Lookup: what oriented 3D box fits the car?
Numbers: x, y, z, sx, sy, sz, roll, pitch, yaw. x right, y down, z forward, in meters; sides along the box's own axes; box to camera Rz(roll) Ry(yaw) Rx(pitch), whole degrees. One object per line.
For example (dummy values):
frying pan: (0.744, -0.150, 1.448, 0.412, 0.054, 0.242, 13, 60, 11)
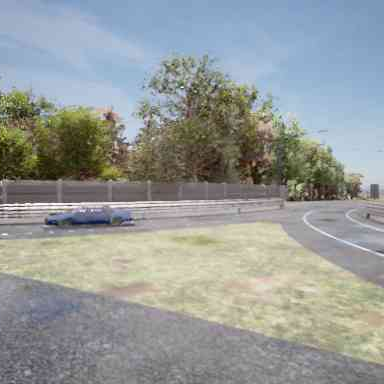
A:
car: (-6.478, 1.506, 21.107, 5.357, 1.411, 2.033, 0, 0, -27)
